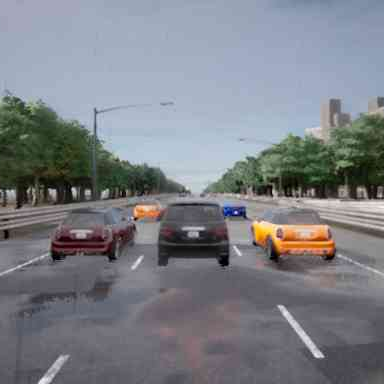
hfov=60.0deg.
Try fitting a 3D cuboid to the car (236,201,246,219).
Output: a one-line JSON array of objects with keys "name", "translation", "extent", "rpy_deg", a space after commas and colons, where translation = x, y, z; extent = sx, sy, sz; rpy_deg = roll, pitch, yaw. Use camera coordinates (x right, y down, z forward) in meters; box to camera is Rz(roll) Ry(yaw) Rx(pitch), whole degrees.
[{"name": "car", "translation": [3.577, 1.503, 29.367], "extent": [1.882, 1.535, 5.008], "rpy_deg": [0, 0, 0]}]

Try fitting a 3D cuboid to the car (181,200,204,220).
[{"name": "car", "translation": [0.077, 1.503, 29.377], "extent": [1.882, 1.535, 5.008], "rpy_deg": [0, 0, 0]}]

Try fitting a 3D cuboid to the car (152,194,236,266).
[{"name": "car", "translation": [0.063, 1.248, 11.831], "extent": [2.150, 2.045, 5.566], "rpy_deg": [0, 0, 0]}]

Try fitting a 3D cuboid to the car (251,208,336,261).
[{"name": "car", "translation": [3.567, 1.376, 12.561], "extent": [2.097, 1.767, 4.553], "rpy_deg": [0, 0, 0]}]

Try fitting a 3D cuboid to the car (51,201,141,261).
[{"name": "car", "translation": [-3.434, 1.377, 12.477], "extent": [2.097, 1.767, 4.553], "rpy_deg": [0, 0, 0]}]

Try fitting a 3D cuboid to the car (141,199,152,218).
[{"name": "car", "translation": [-3.434, 1.381, 27.527], "extent": [2.097, 1.767, 4.553], "rpy_deg": [0, 0, 0]}]
